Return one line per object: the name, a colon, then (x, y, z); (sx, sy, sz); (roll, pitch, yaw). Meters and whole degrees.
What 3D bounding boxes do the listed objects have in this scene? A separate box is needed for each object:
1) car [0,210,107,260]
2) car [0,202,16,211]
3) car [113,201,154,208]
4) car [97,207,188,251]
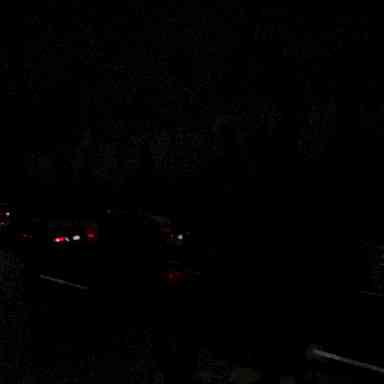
car: (-5.901, 1.610, 12.722); (5.357, 1.411, 2.033); (0, 0, 37)
car: (-18.040, 1.673, 30.560); (4.892, 1.490, 1.837); (0, 0, 37)
car: (-3.988, 1.429, 20.034); (4.553, 1.767, 2.097); (0, 0, 37)
car: (-2.305, 1.578, 14.388); (4.674, 1.442, 1.812); (0, 0, 37)
